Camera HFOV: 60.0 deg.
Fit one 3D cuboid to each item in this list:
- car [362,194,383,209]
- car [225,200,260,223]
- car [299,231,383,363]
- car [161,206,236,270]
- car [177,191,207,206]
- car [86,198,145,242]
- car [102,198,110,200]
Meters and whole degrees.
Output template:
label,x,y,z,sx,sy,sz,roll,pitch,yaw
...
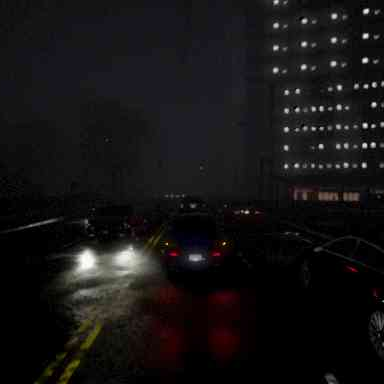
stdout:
label,x,y,z,sx,sy,sz,roll,pitch,yaw
car,23.014,1.133,39.563,5.009,1.841,2.192,1,3,20
car,3.334,1.246,22.675,2.033,1.411,5.357,0,1,0
car,3.322,1.414,5.620,2.128,1.511,4.902,0,1,0
car,0.089,1.385,10.351,1.812,1.442,4.674,0,1,0
car,0.088,1.018,25.253,2.097,1.767,4.553,0,1,0
car,-3.348,1.271,15.375,1.882,1.535,5.008,0,1,0
car,-6.581,1.191,27.095,2.033,1.411,5.357,0,1,0
